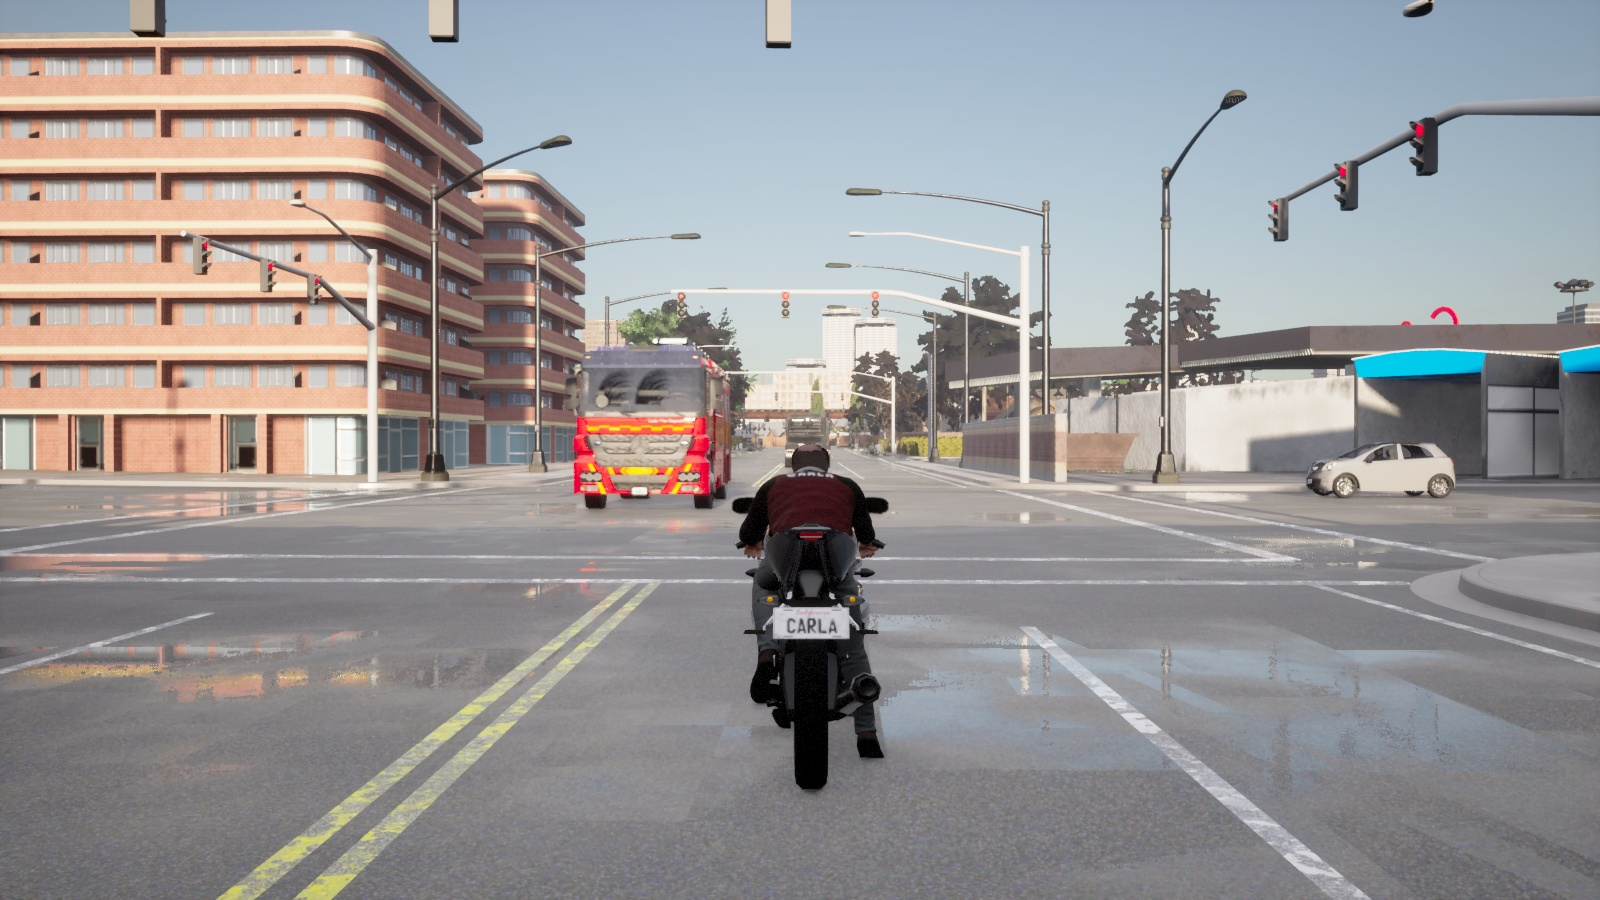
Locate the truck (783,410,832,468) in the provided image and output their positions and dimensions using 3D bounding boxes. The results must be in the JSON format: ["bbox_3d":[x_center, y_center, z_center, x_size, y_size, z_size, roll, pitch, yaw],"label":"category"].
[{"bbox_3d":[0.466,-0.678,78.471,2.891,3.462,7.936,0,0,0],"label":"truck"}]

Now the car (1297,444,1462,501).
[{"bbox_3d":[15.650,0.581,34.043,3.633,1.501,1.845,0,0,1],"label":"car"}]

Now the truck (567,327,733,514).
[{"bbox_3d":[-3.310,-0.622,29.974,2.891,3.827,8.468,0,0,0],"label":"truck"}]

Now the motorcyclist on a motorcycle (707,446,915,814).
[{"bbox_3d":[0.052,0.746,6.329,0.866,1.530,2.191,0,0,0],"label":"motorcyclist on a motorcycle"}]
